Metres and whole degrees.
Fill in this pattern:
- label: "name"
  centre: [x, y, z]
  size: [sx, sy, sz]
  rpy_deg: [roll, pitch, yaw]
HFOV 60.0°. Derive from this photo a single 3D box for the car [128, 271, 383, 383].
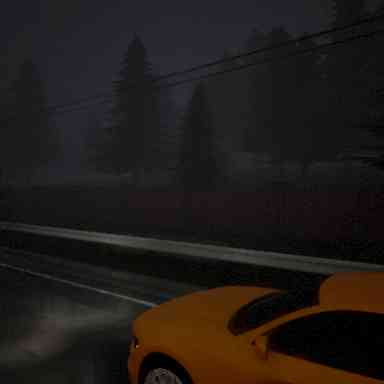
- label: "car"
  centre: [1.617, 1.477, 2.839]
  size: [5.008, 1.535, 1.882]
  rpy_deg: [0, 0, 36]
